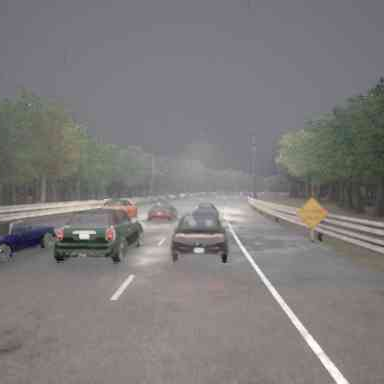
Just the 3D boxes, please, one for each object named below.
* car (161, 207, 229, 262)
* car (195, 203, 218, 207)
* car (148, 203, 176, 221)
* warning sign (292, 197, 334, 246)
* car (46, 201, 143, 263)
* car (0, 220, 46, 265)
[{"bbox_3d":[0.321,1.519,12.266,2.128,1.511,4.902,0,0,3],"label":"car"},{"bbox_3d":[1.153,1.606,27.149,1.994,1.385,4.181,0,0,5],"label":"car"},{"bbox_3d":[-2.332,1.607,27.460,1.994,1.385,4.181,0,0,5],"label":"car"},{"bbox_3d":[4.847,1.144,13.422,1.300,1.860,1.060,0,0,2],"label":"warning sign"},{"bbox_3d":[-3.181,1.378,12.259,2.097,1.767,4.553,0,0,3],"label":"car"},{"bbox_3d":[-6.711,1.627,11.812,1.895,1.301,4.718,0,0,3],"label":"car"}]
